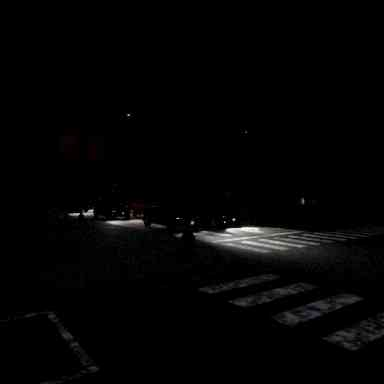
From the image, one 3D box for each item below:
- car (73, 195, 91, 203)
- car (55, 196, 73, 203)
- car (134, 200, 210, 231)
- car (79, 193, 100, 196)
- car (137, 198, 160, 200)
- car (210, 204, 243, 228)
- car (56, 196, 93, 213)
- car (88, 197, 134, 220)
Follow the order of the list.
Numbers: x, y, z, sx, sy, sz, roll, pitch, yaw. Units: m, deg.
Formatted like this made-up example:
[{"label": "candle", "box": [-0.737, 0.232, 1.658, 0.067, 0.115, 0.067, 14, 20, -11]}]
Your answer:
[{"label": "car", "box": [-21.979, 1.366, 66.414, 1.882, 1.535, 5.008, 0, 0, -36]}, {"label": "car", "box": [-25.030, 1.438, 65.087, 2.033, 1.411, 5.357, 0, 0, -36]}, {"label": "car", "box": [-1.415, 1.469, 20.695, 2.128, 1.511, 4.902, 0, 0, -36]}, {"label": "car", "box": [-16.349, 1.134, 52.995, 2.150, 2.045, 5.566, 0, 0, -36]}, {"label": "car", "box": [-3.545, 1.313, 29.238, 2.097, 1.767, 4.553, 0, 0, -36]}, {"label": "car", "box": [1.439, 1.538, 22.291, 1.994, 1.385, 4.181, 0, 0, -36]}, {"label": "car", "box": [-13.120, 1.494, 37.003, 2.033, 1.411, 5.357, 0, 0, -36]}, {"label": "car", "box": [-6.903, 1.468, 28.344, 1.837, 1.490, 4.892, 0, 0, -36]}]
